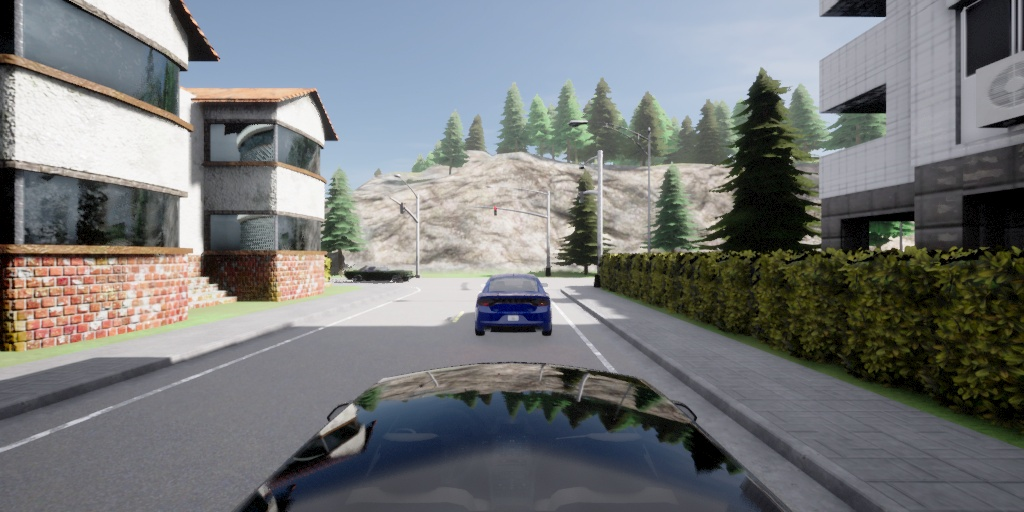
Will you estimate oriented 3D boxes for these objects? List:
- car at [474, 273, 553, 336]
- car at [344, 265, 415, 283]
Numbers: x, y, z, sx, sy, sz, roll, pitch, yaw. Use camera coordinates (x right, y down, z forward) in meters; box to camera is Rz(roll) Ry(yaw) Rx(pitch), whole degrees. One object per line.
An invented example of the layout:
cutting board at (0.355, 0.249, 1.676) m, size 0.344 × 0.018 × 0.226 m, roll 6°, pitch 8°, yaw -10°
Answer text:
car at (0.049, 1.227, 10.431) m, size 1.882 × 1.535 × 5.008 m, roll 0°, pitch 0°, yaw 0°
car at (-9.839, 1.350, 26.926) m, size 4.718 × 1.301 × 1.895 m, roll 0°, pitch 0°, yaw 2°
